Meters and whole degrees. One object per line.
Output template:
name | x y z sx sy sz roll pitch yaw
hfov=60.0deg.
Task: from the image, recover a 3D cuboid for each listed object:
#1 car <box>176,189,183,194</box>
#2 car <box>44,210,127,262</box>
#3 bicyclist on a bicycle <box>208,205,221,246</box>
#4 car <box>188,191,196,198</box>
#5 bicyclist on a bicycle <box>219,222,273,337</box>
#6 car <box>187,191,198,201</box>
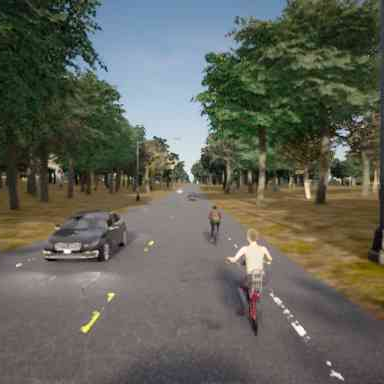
car | -3.497 -0.106 94.905 1.812 1.442 4.674 0 2 0
car | -3.599 1.457 12.024 1.837 1.490 4.892 0 0 0
bicyclist on a bicycle | 0.965 1.393 13.894 0.582 1.620 1.656 0 0 0
car | 0.003 0.493 73.957 1.837 1.490 4.892 0 1 0
bicyclist on a bicycle | 1.005 1.419 5.633 0.866 1.612 1.509 0 0 -1
car | 0.102 0.801 60.606 2.128 1.511 4.902 0 1 0
